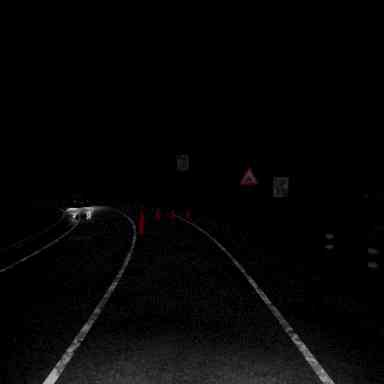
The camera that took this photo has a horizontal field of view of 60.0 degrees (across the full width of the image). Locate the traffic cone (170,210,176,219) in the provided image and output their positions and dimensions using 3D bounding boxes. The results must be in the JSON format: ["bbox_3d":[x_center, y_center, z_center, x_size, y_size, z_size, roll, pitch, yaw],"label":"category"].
[{"bbox_3d":[-1.258,1.453,21.944,0.340,0.580,0.340,-1,2,-7],"label":"traffic cone"}]

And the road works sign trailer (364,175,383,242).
[{"bbox_3d":[7.393,0.813,10.789,2.380,2.880,3.560,43,2,-1],"label":"road works sign trailer"}]

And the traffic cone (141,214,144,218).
[{"bbox_3d":[-2.684,1.609,17.721,0.340,0.580,0.340,-1,2,-8],"label":"traffic cone"}]

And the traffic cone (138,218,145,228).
[{"bbox_3d":[-2.411,1.661,15.740,0.340,0.580,0.340,-1,2,-8],"label":"traffic cone"}]

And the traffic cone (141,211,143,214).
[{"bbox_3d":[-2.957,1.557,19.702,0.340,0.580,0.340,-1,2,-8],"label":"traffic cone"}]

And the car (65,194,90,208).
[{"bbox_3d":[-12.761,0.923,36.820,1.812,1.442,4.674,-4,2,-32],"label":"car"}]
